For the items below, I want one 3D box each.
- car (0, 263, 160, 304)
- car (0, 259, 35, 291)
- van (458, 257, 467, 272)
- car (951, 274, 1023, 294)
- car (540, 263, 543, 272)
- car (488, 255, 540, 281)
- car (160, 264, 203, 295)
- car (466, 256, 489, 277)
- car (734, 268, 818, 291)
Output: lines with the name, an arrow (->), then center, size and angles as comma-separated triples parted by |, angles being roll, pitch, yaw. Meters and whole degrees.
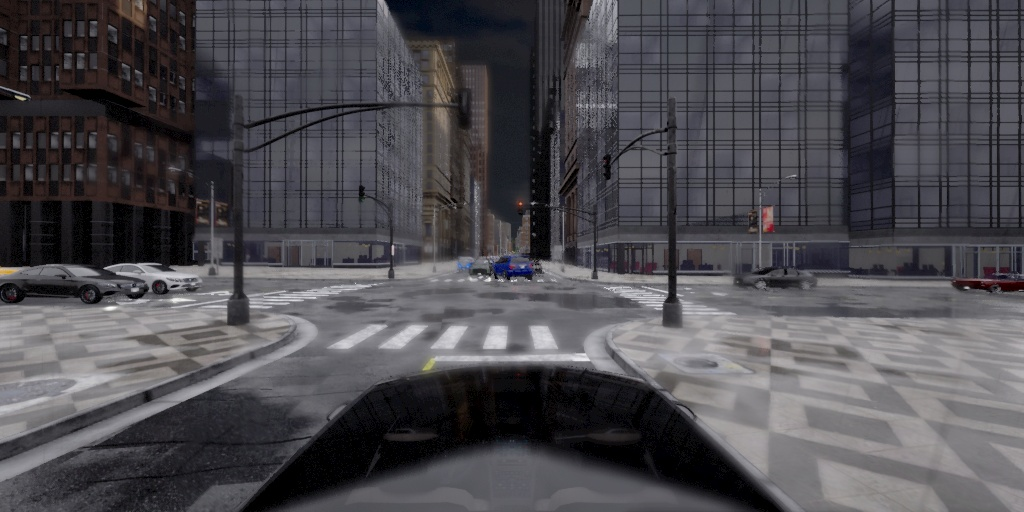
car -> -17.234, 1.047, 14.121 | 4.674, 1.442, 1.812 | 1, 0, -1
car -> -26.907, 0.887, 17.418 | 5.008, 1.535, 1.882 | 1, 0, 1
van -> -5.691, 1.059, 44.719 | 1.690, 1.789, 3.998 | 0, 0, 0
car -> 32.494, 1.821, 23.836 | 4.718, 1.301, 1.895 | 1, 0, 0
car -> 2.834, 1.283, 44.673 | 1.948, 1.339, 4.313 | 0, 0, 0
car -> 0.013, 0.955, 29.927 | 2.150, 2.045, 5.566 | -2, 1, -18
car -> -17.762, 1.052, 17.377 | 4.674, 1.442, 1.812 | 1, 0, 0
car -> -2.966, 1.081, 35.508 | 2.097, 1.767, 4.553 | 0, 0, 0
car -> 17.485, 1.524, 23.916 | 4.892, 1.490, 1.837 | 1, 0, 0
